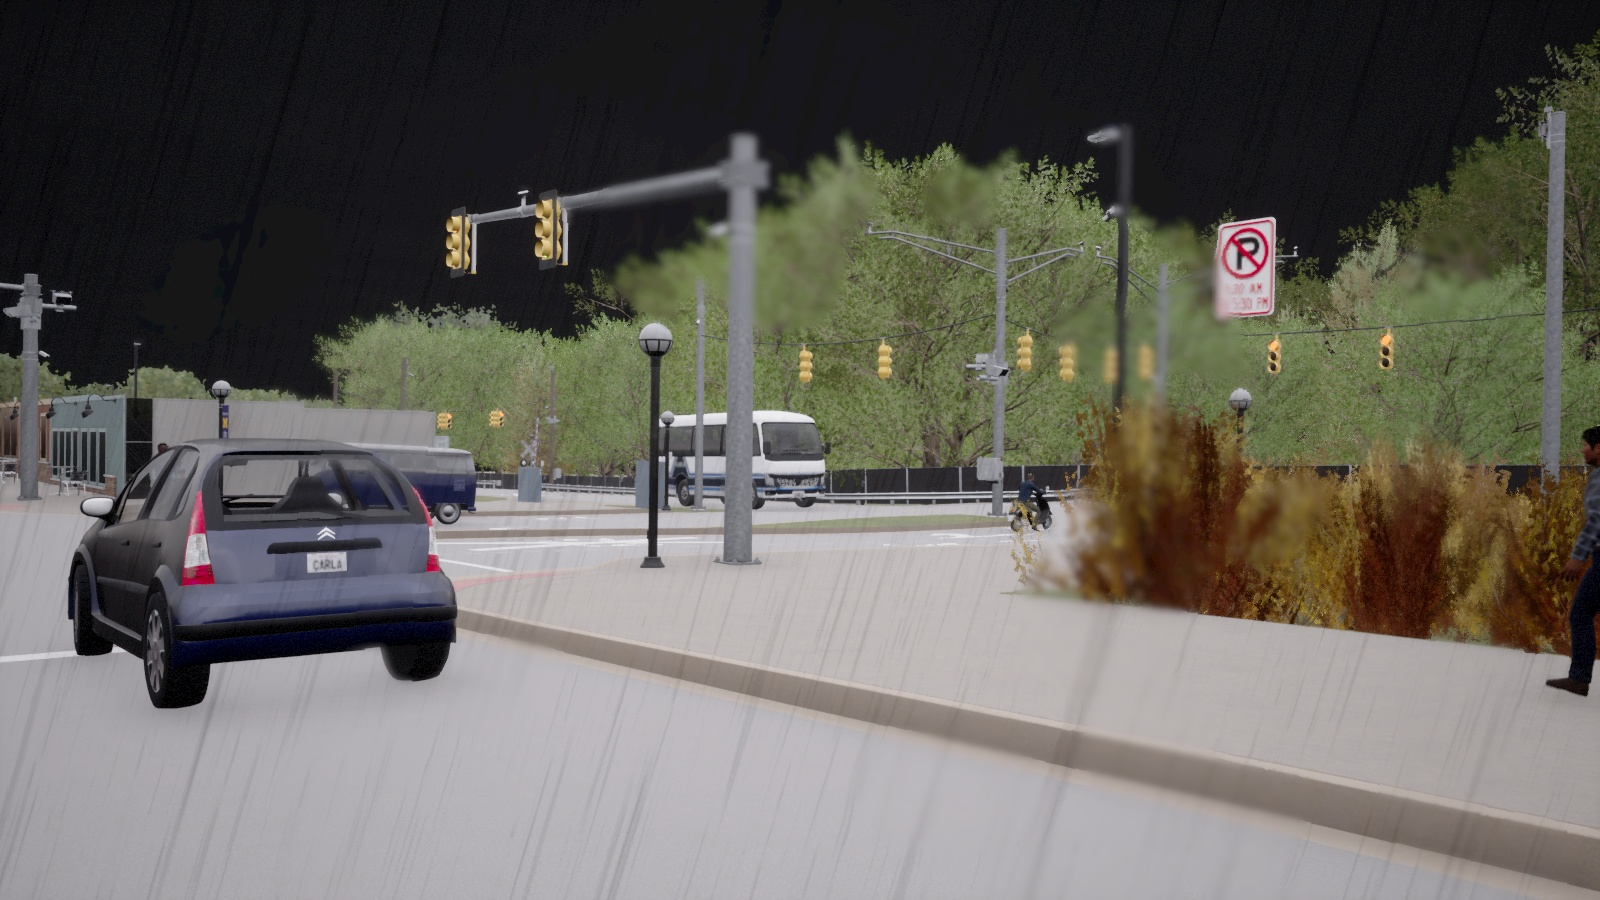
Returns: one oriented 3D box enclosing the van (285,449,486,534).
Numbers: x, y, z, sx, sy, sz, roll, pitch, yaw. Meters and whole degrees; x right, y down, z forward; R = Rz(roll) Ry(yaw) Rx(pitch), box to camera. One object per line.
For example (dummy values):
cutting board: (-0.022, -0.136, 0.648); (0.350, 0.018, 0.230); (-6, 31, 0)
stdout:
van: (-10.428, 1.056, 31.788); (4.442, 1.987, 1.775); (2, -2, -41)

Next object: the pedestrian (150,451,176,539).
pedestrian: (-14.204, 0.985, 28.010); (0.396, 1.930, 0.692); (-1, 1, -36)

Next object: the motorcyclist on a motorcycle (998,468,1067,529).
motorcyclist on a motorcycle: (6.381, 1.320, 34.445); (1.817, 1.590, 0.866); (-1, 0, -39)

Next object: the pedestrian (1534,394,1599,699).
pedestrian: (5.285, 0.618, 8.157); (0.423, 1.949, 0.788); (-1, 1, -38)

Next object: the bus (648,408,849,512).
bus: (-2.559, 0.480, 56.290); (3.944, 4.253, 10.273); (-1, 0, -35)

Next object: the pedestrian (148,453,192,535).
pedestrian: (-15.472, 1.064, 30.848); (0.659, 1.952, 0.873); (0, 1, -4)

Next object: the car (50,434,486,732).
car: (-3.969, 0.761, 8.959); (1.851, 1.617, 3.988); (-1, -1, -38)
